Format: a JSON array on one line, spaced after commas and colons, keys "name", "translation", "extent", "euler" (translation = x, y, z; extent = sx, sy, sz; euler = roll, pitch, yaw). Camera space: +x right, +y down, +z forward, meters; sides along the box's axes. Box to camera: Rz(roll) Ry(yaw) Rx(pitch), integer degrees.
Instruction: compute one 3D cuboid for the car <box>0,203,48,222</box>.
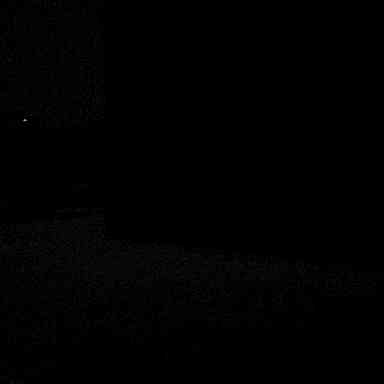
[{"name": "car", "translation": [-13.069, 1.588, 24.090], "extent": [1.895, 1.301, 4.718], "euler": [0, 0, 35]}]
